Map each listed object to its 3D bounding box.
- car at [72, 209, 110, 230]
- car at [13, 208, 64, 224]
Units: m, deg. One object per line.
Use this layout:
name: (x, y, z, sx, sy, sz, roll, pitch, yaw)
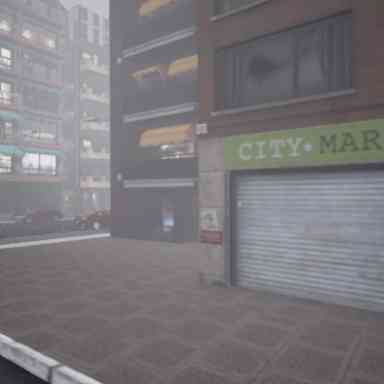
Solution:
car: (-6.480, 1.938, 24.269, 1.887, 1.381, 4.507, -1, -2, 35)
car: (-13.305, 2.022, 29.073, 1.802, 1.307, 4.206, -1, -2, 35)
